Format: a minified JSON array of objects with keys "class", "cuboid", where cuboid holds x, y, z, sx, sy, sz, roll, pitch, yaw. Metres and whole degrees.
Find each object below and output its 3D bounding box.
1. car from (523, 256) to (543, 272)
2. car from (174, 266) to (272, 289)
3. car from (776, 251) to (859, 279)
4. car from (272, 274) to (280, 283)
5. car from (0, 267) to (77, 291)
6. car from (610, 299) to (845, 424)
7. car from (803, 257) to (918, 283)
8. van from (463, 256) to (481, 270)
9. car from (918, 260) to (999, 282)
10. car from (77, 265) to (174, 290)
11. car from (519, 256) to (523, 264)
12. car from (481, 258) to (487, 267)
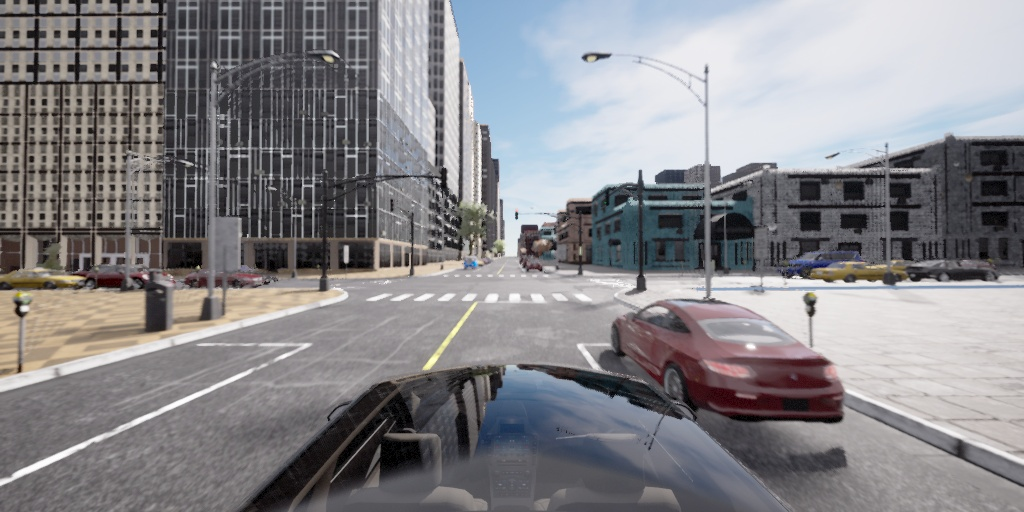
[{"class":"car","cuboid":[2.683,1.063,43.601,1.967,1.591,4.097,0,0,0]},{"class":"car","cuboid":[-17.423,1.351,21.758,4.207,1.307,1.802,0,0,1]},{"class":"car","cuboid":[23.292,0.688,27.180,5.566,2.045,2.150,-1,-1,1]},{"class":"car","cuboid":[-19.010,1.373,24.474,5.357,1.411,2.033,-1,-1,1]},{"class":"car","cuboid":[-28.619,1.404,21.864,4.829,1.417,1.751,0,0,1]},{"class":"car","cuboid":[2.815,1.321,5.639,1.802,1.307,4.207,0,0,0]},{"class":"car","cuboid":[20.686,0.934,21.399,4.829,1.417,1.751,0,0,1]},{"class":"van","cuboid":[-5.699,0.946,49.235,1.690,1.789,3.998,0,0,0]},{"class":"car","cuboid":[26.049,0.907,21.349,4.403,1.370,2.007,0,0,1]},{"class":"car","cuboid":[-23.106,1.264,21.812,4.097,1.591,1.967,0,0,1]},{"class":"car","cuboid":[2.681,0.902,54.949,2.192,1.841,5.009,0,0,0]},{"class":"car","cuboid":[-5.701,1.095,60.413,1.751,1.417,4.829,0,0,0]}]
